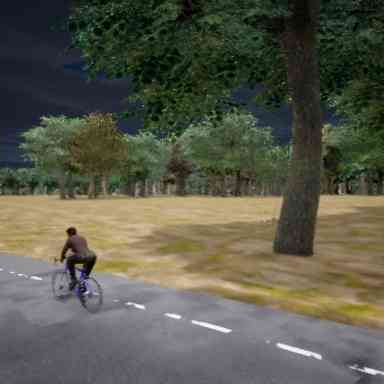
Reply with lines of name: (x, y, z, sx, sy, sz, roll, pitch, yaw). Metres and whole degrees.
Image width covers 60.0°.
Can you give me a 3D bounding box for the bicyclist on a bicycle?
bicyclist on a bicycle: (-2.353, 1.538, 6.723, 1.656, 1.620, 0.582, -1, -1, 36)
